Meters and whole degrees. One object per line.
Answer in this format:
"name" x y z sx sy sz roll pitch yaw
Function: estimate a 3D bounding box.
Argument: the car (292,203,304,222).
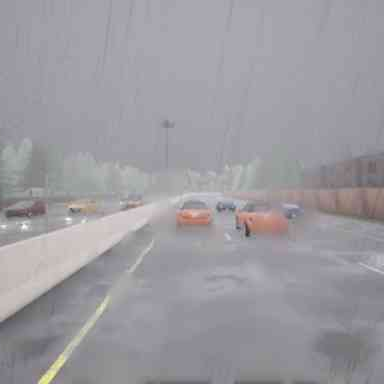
"car" 7.163 1.501 25.571 1.812 1.442 4.674 0 0 0

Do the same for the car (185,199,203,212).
"car" 0.217 1.519 39.456 1.994 1.385 4.181 0 0 0

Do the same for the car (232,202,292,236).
"car" 3.654 1.333 18.243 2.097 1.767 4.553 0 0 0

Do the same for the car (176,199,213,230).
"car" 0.158 1.328 20.817 2.097 1.767 4.553 0 0 0

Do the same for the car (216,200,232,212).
"car" 3.707 1.560 37.475 1.895 1.301 4.718 0 0 0
